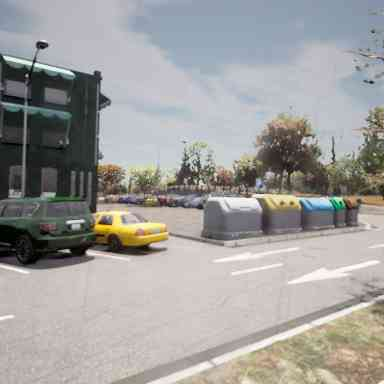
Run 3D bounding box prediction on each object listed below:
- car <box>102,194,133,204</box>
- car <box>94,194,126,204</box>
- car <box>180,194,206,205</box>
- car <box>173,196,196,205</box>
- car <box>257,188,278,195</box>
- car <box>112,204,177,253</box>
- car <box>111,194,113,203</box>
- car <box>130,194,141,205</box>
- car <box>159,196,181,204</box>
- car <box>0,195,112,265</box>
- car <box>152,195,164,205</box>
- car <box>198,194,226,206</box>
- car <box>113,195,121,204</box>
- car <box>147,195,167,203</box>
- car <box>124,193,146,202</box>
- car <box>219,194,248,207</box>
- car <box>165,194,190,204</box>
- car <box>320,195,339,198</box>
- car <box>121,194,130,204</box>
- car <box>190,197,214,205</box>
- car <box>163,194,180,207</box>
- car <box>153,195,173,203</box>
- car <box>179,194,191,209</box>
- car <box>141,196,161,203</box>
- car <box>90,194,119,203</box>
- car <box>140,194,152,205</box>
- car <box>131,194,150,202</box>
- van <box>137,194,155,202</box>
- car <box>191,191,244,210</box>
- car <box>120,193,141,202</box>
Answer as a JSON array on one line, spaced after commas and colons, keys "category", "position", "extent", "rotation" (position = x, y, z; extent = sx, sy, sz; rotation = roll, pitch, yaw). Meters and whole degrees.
[{"category": "car", "position": [-12.373, 1.203, 55.419], "extent": [2.097, 1.535, 5.008], "rotation": [1, -1, 35]}, {"category": "car", "position": [-14.157, 1.198, 57.691], "extent": [1.946, 1.575, 5.366], "rotation": [1, -1, 35]}, {"category": "car", "position": [0.302, 1.514, 66.823], "extent": [2.435, 2.045, 5.566], "rotation": [1, -2, 35]}, {"category": "car", "position": [-1.512, 1.756, 69.170], "extent": [1.946, 1.575, 5.366], "rotation": [1, -2, 35]}, {"category": "car", "position": [13.692, 0.005, 59.792], "extent": [1.994, 1.385, 4.181], "rotation": [2, 3, -34]}, {"category": "car", "position": [-3.449, 1.456, 13.658], "extent": [5.366, 1.575, 1.946], "rotation": [-1, 0, 35]}, {"category": "car", "position": [-10.783, 1.197, 52.830], "extent": [1.946, 1.575, 5.366], "rotation": [1, -1, 35]}, {"category": "car", "position": [-5.621, 1.202, 45.687], "extent": [2.231, 1.521, 4.892], "rotation": [0, -1, 35]}, {"category": "car", "position": [-4.875, 1.796, 74.263], "extent": [2.163, 1.488, 4.792], "rotation": [1, -2, 35]}, {"category": "car", "position": [-5.790, 1.211, 11.818], "extent": [5.566, 2.045, 2.435], "rotation": [-1, -1, 35]}, {"category": "car", "position": [-2.267, 1.073, 40.808], "extent": [2.185, 1.767, 4.553], "rotation": [0, -1, 35]}, {"category": "car", "position": [3.791, 1.515, 61.906], "extent": [2.435, 2.045, 5.566], "rotation": [1, -2, 35]}, {"category": "car", "position": [-8.990, 1.202, 50.549], "extent": [2.097, 1.535, 5.008], "rotation": [0, -1, 35]}, {"category": "car", "position": [-8.327, 1.642, 79.236], "extent": [2.185, 1.767, 4.553], "rotation": [1, -2, 35]}, {"category": "car", "position": [-15.190, 1.517, 89.164], "extent": [2.435, 2.045, 5.566], "rotation": [1, -2, 35]}, {"category": "car", "position": [7.205, 1.511, 56.891], "extent": [2.435, 2.045, 5.566], "rotation": [1, -2, 35]}, {"category": "car", "position": [-3.106, 1.518, 71.837], "extent": [2.435, 2.045, 5.566], "rotation": [1, -2, 35]}, {"category": "car", "position": [17.567, 1.509, 42.047], "extent": [2.435, 2.045, 5.566], "rotation": [1, -2, 35]}, {"category": "car", "position": [-7.321, 1.230, 48.097], "extent": [2.163, 1.488, 4.792], "rotation": [1, -1, 35]}, {"category": "car", "position": [2.023, 1.766, 64.357], "extent": [2.231, 1.521, 4.892], "rotation": [1, -2, 35]}, {"category": "car", "position": [-0.565, 1.199, 38.397], "extent": [2.231, 1.521, 4.892], "rotation": [0, -1, 35]}, {"category": "car", "position": [-6.593, 1.642, 76.752], "extent": [2.185, 1.767, 4.553], "rotation": [1, -2, 35]}, {"category": "car", "position": [1.125, 1.238, 35.970], "extent": [2.002, 1.452, 4.674], "rotation": [1, -1, 35]}, {"category": "car", "position": [-10.017, 1.771, 81.739], "extent": [2.231, 1.521, 4.892], "rotation": [1, -2, 35]}, {"category": "car", "position": [-15.736, 1.235, 60.304], "extent": [2.163, 1.488, 4.792], "rotation": [0, -1, 35]}, {"category": "car", "position": [-3.835, 1.200, 43.416], "extent": [1.946, 1.575, 5.366], "rotation": [0, -1, 35]}, {"category": "car", "position": [-13.441, 1.646, 86.728], "extent": [2.185, 1.767, 4.553], "rotation": [1, -2, 35]}, {"category": "van", "position": [-11.675, 1.549, 84.323], "extent": [1.878, 1.987, 4.442], "rotation": [1, -2, 35]}, {"category": "car", "position": [2.808, 0.945, 33.515], "extent": [2.435, 2.045, 5.566], "rotation": [1, -1, 35]}, {"category": "car", "position": [-16.901, 1.519, 91.701], "extent": [2.435, 2.045, 5.566], "rotation": [1, -2, 35]}]
